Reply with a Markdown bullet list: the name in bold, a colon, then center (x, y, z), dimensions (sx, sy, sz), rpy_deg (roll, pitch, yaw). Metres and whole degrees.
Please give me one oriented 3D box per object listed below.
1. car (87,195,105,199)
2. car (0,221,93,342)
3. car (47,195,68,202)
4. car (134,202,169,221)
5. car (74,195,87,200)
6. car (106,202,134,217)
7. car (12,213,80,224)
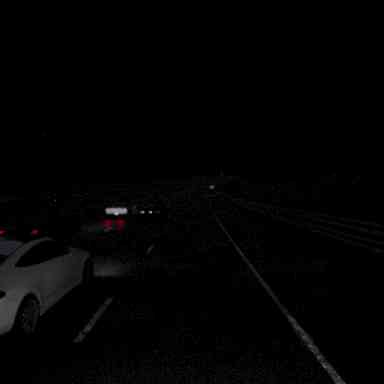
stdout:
- **car**: center (-16.091, 1.321, 57.775), dimensions (1.994, 1.385, 4.181), rpy_deg (0, 1, 3)
- **car**: center (-3.372, 1.543, 6.392), dimensions (1.812, 1.442, 4.674), rpy_deg (0, 0, 0)
- **car**: center (-23.119, 1.254, 57.334), dimensions (1.837, 1.490, 4.892), rpy_deg (0, 1, 3)
- **car**: center (-3.055, 1.553, 27.526), dimensions (2.033, 1.411, 5.357), rpy_deg (0, 0, 1)
- **car**: center (-19.503, 1.260, 59.440), dimensions (1.812, 1.442, 4.674), rpy_deg (0, 1, 3)
- **car**: center (-6.469, 1.587, 30.955), dimensions (1.895, 1.301, 4.718), rpy_deg (0, 0, 2)
- **car**: center (-6.782, 1.626, 15.413), dimensions (1.895, 1.301, 4.718), rpy_deg (0, 0, 1)
